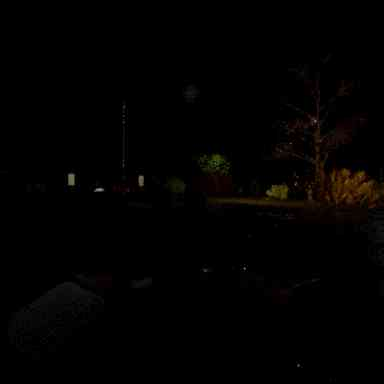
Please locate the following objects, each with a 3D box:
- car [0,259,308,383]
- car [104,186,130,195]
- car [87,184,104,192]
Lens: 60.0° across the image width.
[{"bbox_3d":[-0.747,1.518,3.341,4.674,1.442,1.812,-1,0,-36],"label":"car"},{"bbox_3d":[-11.551,-0.295,52.008,1.895,1.301,4.718,0,2,-36],"label":"car"},{"bbox_3d":[-17.381,-0.725,60.097,2.128,1.511,4.902,0,2,-36],"label":"car"}]
